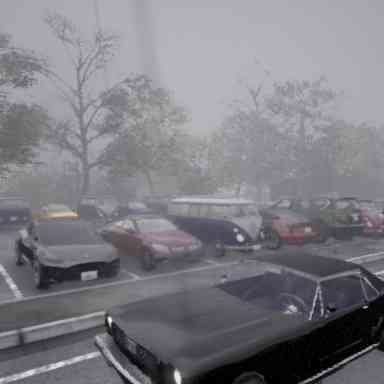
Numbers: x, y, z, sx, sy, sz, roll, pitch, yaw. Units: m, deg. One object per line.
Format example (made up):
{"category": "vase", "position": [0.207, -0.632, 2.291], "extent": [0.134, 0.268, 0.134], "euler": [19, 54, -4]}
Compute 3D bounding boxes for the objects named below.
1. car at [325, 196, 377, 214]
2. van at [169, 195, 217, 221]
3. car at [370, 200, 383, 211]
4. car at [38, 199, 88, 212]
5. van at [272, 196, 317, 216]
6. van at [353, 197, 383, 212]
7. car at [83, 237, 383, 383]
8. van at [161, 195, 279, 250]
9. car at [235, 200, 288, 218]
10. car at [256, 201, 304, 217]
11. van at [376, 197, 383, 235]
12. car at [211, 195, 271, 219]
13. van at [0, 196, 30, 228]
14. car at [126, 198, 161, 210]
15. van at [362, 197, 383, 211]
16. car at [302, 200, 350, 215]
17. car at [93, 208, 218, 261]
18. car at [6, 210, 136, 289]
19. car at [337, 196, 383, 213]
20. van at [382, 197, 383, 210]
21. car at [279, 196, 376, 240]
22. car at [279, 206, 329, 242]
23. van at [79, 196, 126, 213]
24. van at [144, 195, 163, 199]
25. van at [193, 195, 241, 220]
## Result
{"category": "car", "position": [20.389, 1.581, 42.798], "extent": [2.435, 2.045, 5.566], "euler": [1, -1, -35]}
{"category": "van", "position": [0.001, 1.272, 28.448], "extent": [1.878, 1.987, 4.442], "euler": [1, -1, -35]}
{"category": "car", "position": [29.390, 1.981, 49.252], "extent": [2.097, 1.535, 5.008], "euler": [1, -1, -35]}
{"category": "car", "position": [-8.833, 1.462, 21.784], "extent": [1.946, 1.575, 5.366], "euler": [0, 0, -36]}
{"category": "van", "position": [11.179, 1.456, 36.413], "extent": [1.878, 1.987, 4.442], "euler": [1, -1, -35]}
{"category": "van", "position": [24.951, 1.681, 45.940], "extent": [1.878, 1.987, 4.442], "euler": [1, -1, -35]}
{"category": "car", "position": [1.206, 1.604, 4.546], "extent": [4.718, 1.301, 1.895], "euler": [0, 0, -36]}
{"category": "van", "position": [0.840, 1.233, 12.699], "extent": [1.878, 1.987, 4.442], "euler": [0, 0, -35]}
{"category": "car", "position": [6.837, 1.609, 33.169], "extent": [2.097, 1.535, 5.008], "euler": [1, -1, -35]}
{"category": "car", "position": [9.091, 1.687, 34.779], "extent": [2.002, 1.452, 4.674], "euler": [1, -1, -35]}
{"category": "van", "position": [7.609, 1.271, 17.522], "extent": [1.878, 1.987, 4.442], "euler": [1, -1, -35]}
{"category": "car", "position": [4.496, 1.319, 31.473], "extent": [2.435, 2.045, 5.566], "euler": [1, -1, -35]}
{"category": "van", "position": [-11.265, 1.247, 20.421], "extent": [1.878, 1.987, 4.442], "euler": [0, 0, -35]}
{"category": "car", "position": [-4.433, 1.450, 25.152], "extent": [2.097, 1.535, 5.008], "euler": [0, 0, -35]}
{"category": "van", "position": [27.072, 1.719, 47.737], "extent": [1.878, 1.987, 4.442], "euler": [1, -1, -35]}
{"category": "car", "position": [15.861, 1.758, 39.599], "extent": [2.097, 1.535, 5.008], "euler": [1, -1, -35]}
{"category": "car", "position": [-1.490, 1.506, 11.185], "extent": [2.002, 1.452, 4.674], "euler": [0, 0, -35]}
{"category": "car", "position": [-3.733, 1.503, 9.547], "extent": [2.163, 1.488, 4.792], "euler": [0, 0, -36]}
{"category": "car", "position": [22.645, 1.619, 44.405], "extent": [2.435, 2.045, 5.566], "euler": [1, -1, -35]}
{"category": "van", "position": [31.727, 1.796, 50.778], "extent": [1.878, 1.987, 4.442], "euler": [1, -1, -36]}
{"category": "car", "position": [5.265, 1.208, 16.030], "extent": [2.435, 2.045, 5.566], "euler": [1, -1, -35]}
{"category": "car", "position": [3.022, 1.481, 14.432], "extent": [2.163, 1.488, 4.792], "euler": [0, 0, -35]}
{"category": "van", "position": [-6.618, 1.232, 23.445], "extent": [1.878, 1.987, 4.442], "euler": [0, 0, -35]}
{"category": "van", "position": [-2.227, 1.233, 26.574], "extent": [1.878, 1.987, 4.442], "euler": [0, 0, -35]}
{"category": "van", "position": [2.155, 1.307, 29.983], "extent": [1.878, 1.987, 4.442], "euler": [1, -1, -35]}
